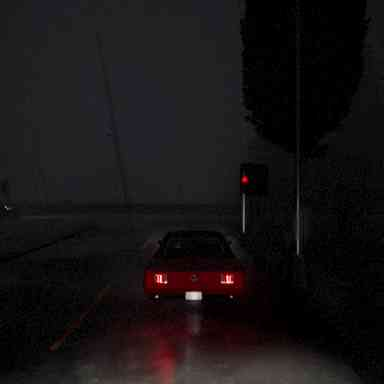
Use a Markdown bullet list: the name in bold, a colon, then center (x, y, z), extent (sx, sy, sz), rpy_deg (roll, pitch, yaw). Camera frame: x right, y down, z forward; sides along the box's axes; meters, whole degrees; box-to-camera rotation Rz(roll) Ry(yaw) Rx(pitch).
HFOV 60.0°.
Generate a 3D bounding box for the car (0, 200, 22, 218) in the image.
- **car**: center (-17.332, 1.351, 28.860), extent (4.553, 1.767, 2.097), rpy_deg (0, 0, 0)

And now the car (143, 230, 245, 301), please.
- **car**: center (0.064, 1.601, 8.276), extent (1.895, 1.301, 4.718), rpy_deg (0, 0, 1)
